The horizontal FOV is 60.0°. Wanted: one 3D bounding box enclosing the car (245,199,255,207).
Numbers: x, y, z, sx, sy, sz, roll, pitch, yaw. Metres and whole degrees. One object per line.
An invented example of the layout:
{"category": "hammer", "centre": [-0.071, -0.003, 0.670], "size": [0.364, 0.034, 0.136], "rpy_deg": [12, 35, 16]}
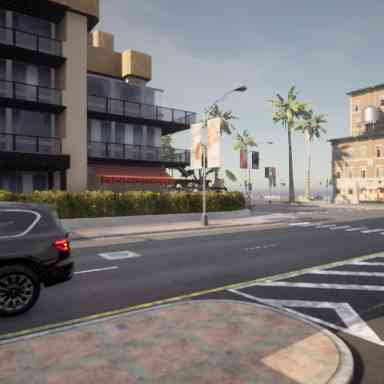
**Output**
{"category": "car", "centre": [7.027, 1.489, 48.496], "size": [2.128, 1.511, 4.902], "rpy_deg": [0, 0, -35]}

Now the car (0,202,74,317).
{"category": "car", "centre": [-5.041, 1.222, 5.922], "size": [5.566, 2.045, 2.150], "rpy_deg": [0, 0, -35]}
